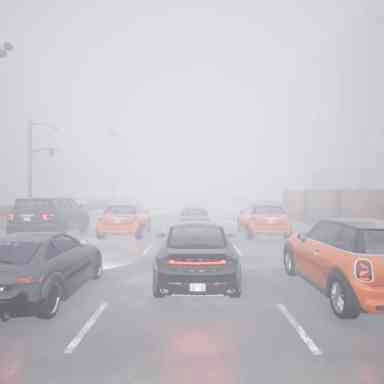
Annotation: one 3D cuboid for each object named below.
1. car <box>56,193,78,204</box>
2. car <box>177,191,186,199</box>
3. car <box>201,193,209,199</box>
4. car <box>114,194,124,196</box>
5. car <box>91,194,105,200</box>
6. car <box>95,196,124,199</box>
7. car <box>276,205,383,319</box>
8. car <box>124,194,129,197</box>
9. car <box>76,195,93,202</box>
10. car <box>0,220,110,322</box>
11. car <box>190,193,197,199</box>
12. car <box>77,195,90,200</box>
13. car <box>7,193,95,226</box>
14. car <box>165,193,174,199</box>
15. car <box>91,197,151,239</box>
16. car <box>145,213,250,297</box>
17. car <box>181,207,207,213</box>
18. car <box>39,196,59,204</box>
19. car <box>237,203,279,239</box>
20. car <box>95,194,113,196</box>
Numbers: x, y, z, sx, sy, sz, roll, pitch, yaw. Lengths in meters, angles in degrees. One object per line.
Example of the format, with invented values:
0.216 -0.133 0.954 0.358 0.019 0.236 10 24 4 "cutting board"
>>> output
-24.414 1.198 65.321 2.150 2.045 5.566 0 0 0 "car"
-3.162 1.192 93.644 1.837 1.490 4.892 0 1 1 "car"
3.842 1.242 93.991 1.994 1.385 4.181 0 1 1 "car"
-17.332 1.393 74.755 1.882 1.535 5.008 0 0 1 "car"
-24.234 1.332 85.740 2.128 1.511 4.902 0 1 1 "car"
-10.902 1.567 41.048 4.181 1.385 1.994 0 0 -39 "car"
3.604 1.352 7.517 2.097 1.767 4.553 0 0 0 "car"
-17.240 1.339 85.045 1.812 1.442 4.674 0 1 1 "car"
-24.326 1.435 75.437 2.128 1.511 4.902 0 0 1 "car"
-3.396 1.564 7.350 1.994 1.385 4.181 0 0 0 "car"
0.338 1.170 93.610 1.882 1.535 5.008 0 1 1 "car"
-27.739 1.410 85.104 1.895 1.301 4.718 0 1 1 "car"
-6.892 1.223 16.586 2.150 2.045 5.566 0 0 0 "car"
-6.661 1.192 93.673 1.837 1.490 4.892 0 1 1 "car"
-3.391 1.352 17.318 2.097 1.767 4.553 0 0 0 "car"
0.105 1.505 8.533 1.837 1.490 4.892 0 0 0 "car"
0.117 1.547 18.625 2.033 1.411 5.357 0 0 0 "car"
-27.916 1.569 65.081 1.895 1.301 4.718 0 0 0 "car"
3.609 1.352 17.271 2.097 1.767 4.553 0 0 0 "car"
-17.416 1.463 65.046 1.837 1.490 4.892 0 0 0 "car"
